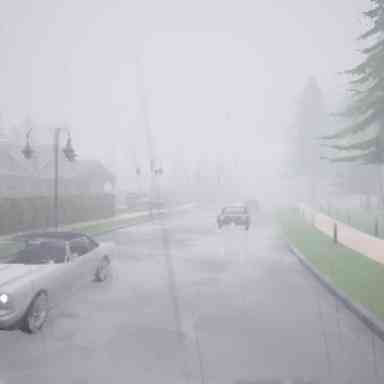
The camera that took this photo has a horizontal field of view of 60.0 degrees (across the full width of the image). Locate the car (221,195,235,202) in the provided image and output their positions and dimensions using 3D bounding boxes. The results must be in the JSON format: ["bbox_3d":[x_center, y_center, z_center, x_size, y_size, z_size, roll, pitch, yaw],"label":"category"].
[{"bbox_3d":[5.101,0.994,46.577,1.812,1.442,4.674,0,0,13],"label":"car"}]

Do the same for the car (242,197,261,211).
[{"bbox_3d":[6.898,1.395,38.620,1.837,1.490,4.892,0,0,13],"label":"car"}]

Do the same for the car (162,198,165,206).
[{"bbox_3d":[-5.725,1.002,41.467,4.605,1.855,1.932,0,0,13],"label":"car"}]

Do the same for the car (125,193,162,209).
[{"bbox_3d":[-5.926,1.012,38.931,3.866,1.878,1.905,0,0,13],"label":"car"}]

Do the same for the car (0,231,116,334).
[{"bbox_3d":[-3.174,1.563,6.852,1.895,1.301,4.718,0,0,5],"label":"car"}]

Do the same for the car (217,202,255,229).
[{"bbox_3d":[2.814,1.536,21.261,1.895,1.301,4.718,0,0,12],"label":"car"}]
